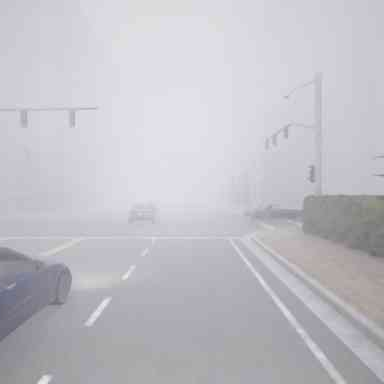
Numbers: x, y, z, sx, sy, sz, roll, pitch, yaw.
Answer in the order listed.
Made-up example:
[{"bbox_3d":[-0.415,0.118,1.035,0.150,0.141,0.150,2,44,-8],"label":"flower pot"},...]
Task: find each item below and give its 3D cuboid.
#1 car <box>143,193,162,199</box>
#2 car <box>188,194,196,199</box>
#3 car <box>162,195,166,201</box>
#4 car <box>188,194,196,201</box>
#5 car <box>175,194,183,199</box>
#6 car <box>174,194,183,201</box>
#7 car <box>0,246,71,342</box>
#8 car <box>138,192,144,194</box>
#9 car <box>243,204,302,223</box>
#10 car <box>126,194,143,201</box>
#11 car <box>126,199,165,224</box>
[{"bbox_3d":[-7.033,1.359,59.611,1.882,1.535,5.008,0,0,1],"label":"car"},{"bbox_3d":[0.008,1.193,90.243,1.882,1.535,5.008,0,0,0],"label":"car"},{"bbox_3d":[-6.993,1.328,74.830,1.882,1.535,5.008,0,0,0],"label":"car"},{"bbox_3d":[0.007,1.315,80.848,1.882,1.535,5.008,0,0,0],"label":"car"},{"bbox_3d":[-3.492,1.240,90.244,1.812,1.442,4.674,0,0,0],"label":"car"},{"bbox_3d":[-3.492,1.388,81.702,1.994,1.385,4.181,0,0,0],"label":"car"},{"bbox_3d":[-3.439,1.515,5.024,1.812,1.442,4.674,0,0,0],"label":"car"},{"bbox_3d":[-10.493,1.376,74.656,2.128,1.511,4.902,0,0,0],"label":"car"},{"bbox_3d":[6.328,1.551,24.780,4.718,1.301,1.895,0,0,-16],"label":"car"},{"bbox_3d":[-10.532,1.445,59.542,1.994,1.385,4.181,0,0,1],"label":"car"},{"bbox_3d":[-3.412,1.499,24.404,2.033,1.411,5.357,0,0,0],"label":"car"}]
